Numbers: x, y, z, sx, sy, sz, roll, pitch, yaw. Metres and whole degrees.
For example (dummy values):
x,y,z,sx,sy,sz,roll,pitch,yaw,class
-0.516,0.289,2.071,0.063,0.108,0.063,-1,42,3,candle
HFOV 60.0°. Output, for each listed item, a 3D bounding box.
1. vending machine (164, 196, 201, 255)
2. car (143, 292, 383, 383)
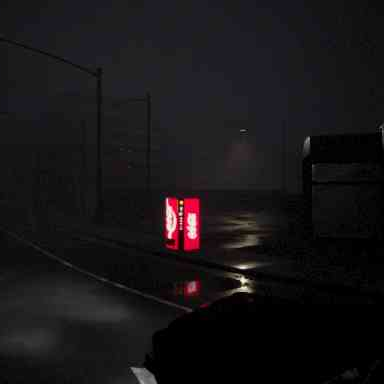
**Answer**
x,y,z,sx,sy,sz,roll,pitch,yaw,class
-0.354,1.195,12.567,1.100,2.100,0.880,0,0,-40,vending machine
1.839,1.601,2.734,4.718,1.301,1.895,0,0,37,car
